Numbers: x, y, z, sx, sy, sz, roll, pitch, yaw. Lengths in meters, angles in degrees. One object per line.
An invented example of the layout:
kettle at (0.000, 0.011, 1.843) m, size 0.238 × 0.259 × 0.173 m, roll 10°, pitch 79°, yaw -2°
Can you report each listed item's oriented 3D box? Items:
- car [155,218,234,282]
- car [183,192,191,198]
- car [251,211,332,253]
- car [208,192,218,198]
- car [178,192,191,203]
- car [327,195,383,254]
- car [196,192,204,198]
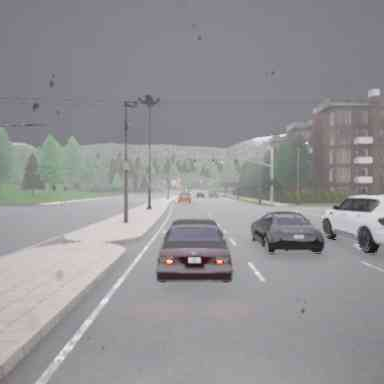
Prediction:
car at (0.065, 1.465, 9.524) m, size 2.033 × 1.411 × 5.357 m, roll 0°, pitch 0°, yaw 0°
car at (-1.294, 0.794, 86.094) m, size 1.812 × 1.442 × 4.674 m, roll 0°, pitch 0°, yaw 0°
car at (3.575, 1.451, 13.115) m, size 1.994 × 1.385 × 4.181 m, roll 0°, pitch 0°, yaw 0°
car at (5.706, 0.810, 86.122) m, size 2.033 × 1.411 × 5.357 m, roll 0°, pitch 0°, yaw 0°
car at (-1.212, 0.883, 55.269) m, size 2.097 × 1.767 × 4.553 m, roll 0°, pitch 0°, yaw -1°
car at (7.075, 1.110, 13.078) m, size 2.150 × 2.045 × 5.566 m, roll 0°, pitch 0°, yaw 0°
car at (2.206, 0.748, 86.123) m, size 1.882 × 1.535 × 5.008 m, roll 0°, pitch 0°, yaw 0°
